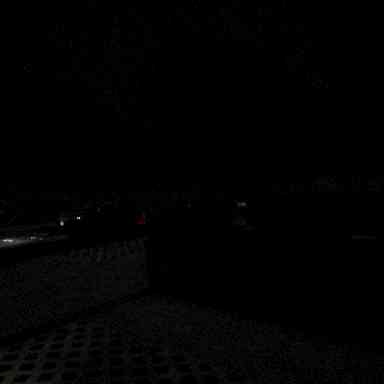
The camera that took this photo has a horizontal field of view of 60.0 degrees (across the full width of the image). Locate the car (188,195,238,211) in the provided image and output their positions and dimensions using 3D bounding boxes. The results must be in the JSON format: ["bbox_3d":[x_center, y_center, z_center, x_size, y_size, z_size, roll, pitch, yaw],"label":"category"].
[{"bbox_3d":[1.823,0.945,27.095,2.033,1.411,5.357,0,2,35],"label":"car"}]

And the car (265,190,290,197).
[{"bbox_3d":[9.991,0.554,38.542,1.812,1.442,4.674,0,2,36],"label":"car"}]

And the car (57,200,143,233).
[{"bbox_3d":[-4.770,1.180,17.820,2.128,1.511,4.902,0,1,35],"label":"car"}]
